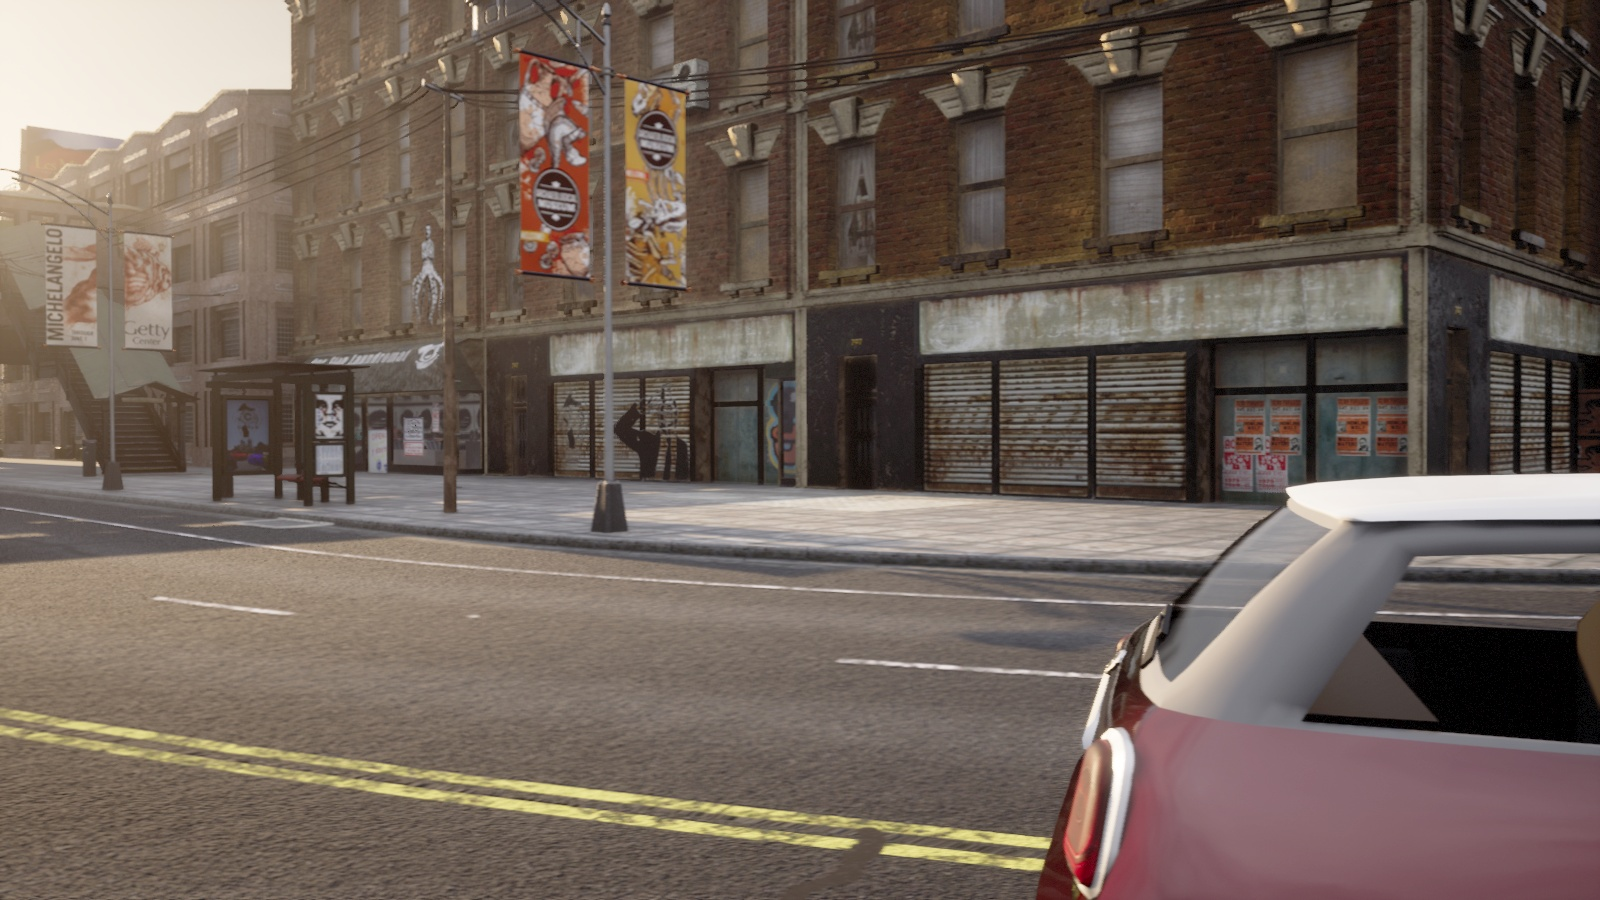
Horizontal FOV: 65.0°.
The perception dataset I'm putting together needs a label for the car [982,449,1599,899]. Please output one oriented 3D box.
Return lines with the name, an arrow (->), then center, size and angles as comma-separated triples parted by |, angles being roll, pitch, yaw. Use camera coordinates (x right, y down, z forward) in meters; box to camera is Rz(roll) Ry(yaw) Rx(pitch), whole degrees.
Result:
car -> 2.407, 0.765, 2.461 | 3.806, 1.475, 1.970 | 0, 1, 17
